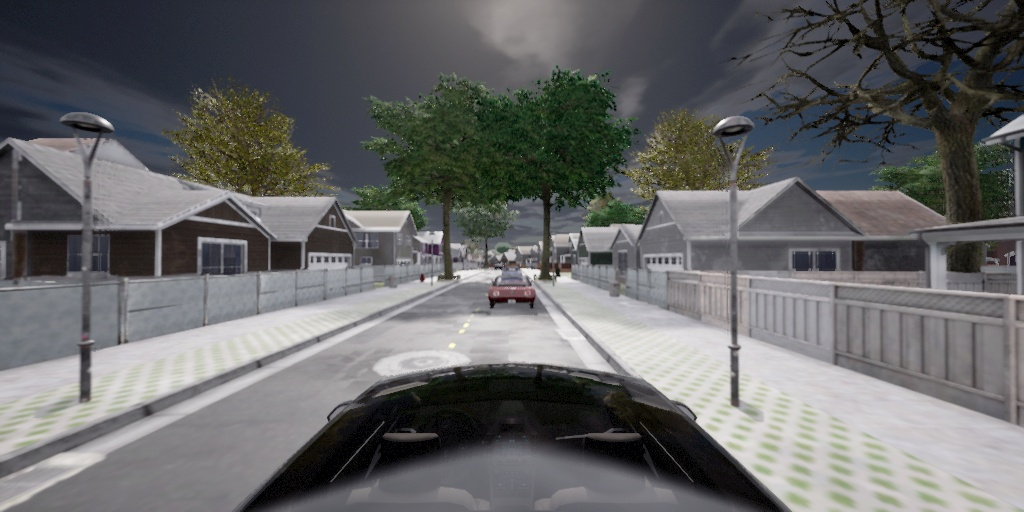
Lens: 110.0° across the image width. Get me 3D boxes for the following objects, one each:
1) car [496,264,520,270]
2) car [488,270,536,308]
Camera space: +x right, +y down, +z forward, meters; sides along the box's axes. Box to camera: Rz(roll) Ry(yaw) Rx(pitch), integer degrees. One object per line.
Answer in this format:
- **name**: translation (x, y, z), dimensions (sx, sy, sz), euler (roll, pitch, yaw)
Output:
- **car**: translation (-0.006, 1.589, 30.841), dimensions (2.033, 1.411, 5.357), euler (0, -1, 0)
- **car**: translation (-0.001, 1.483, 15.958), dimensions (1.895, 1.301, 4.718), euler (0, 0, 0)
